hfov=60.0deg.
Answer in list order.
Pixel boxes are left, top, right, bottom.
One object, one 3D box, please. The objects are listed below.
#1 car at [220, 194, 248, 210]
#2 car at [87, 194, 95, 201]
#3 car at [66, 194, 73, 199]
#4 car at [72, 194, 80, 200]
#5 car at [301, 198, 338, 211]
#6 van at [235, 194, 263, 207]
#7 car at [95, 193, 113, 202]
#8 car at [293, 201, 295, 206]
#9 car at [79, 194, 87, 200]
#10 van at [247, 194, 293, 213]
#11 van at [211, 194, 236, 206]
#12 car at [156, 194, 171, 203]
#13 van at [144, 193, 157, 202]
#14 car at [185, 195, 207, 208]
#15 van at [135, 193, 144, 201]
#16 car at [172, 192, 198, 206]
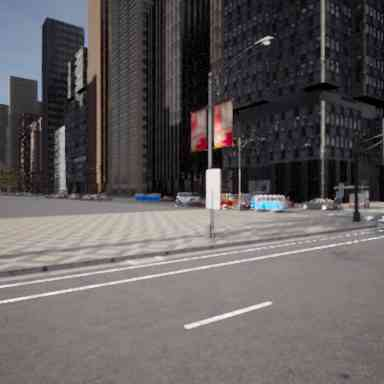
[{"bbox_3d":[4.669,1.187,38.831,2.192,1.841,5.009,0,0,-36],"label":"car"},{"bbox_3d":[-21.729,1.307,75.791,1.967,1.590,4.097,0,0,-36],"label":"car"},{"bbox_3d":[-31.529,1.394,89.511,1.752,1.417,4.829,0,0,-36],"label":"car"},{"bbox_3d":[-28.329,1.434,85.031,1.947,1.339,4.313,0,0,-36],"label":"car"},{"bbox_3d":[14.905,1.420,39.167,2.008,1.369,4.403,0,0,-36],"label":"car"},{"bbox_3d":[8.305,1.203,48.407,1.690,1.788,3.998,0,0,-36],"label":"van"},{"bbox_3d":[-18.430,1.417,71.171,2.008,1.369,4.403,0,0,-36],"label":"car"},{"bbox_3d":[11.605,1.447,43.787,1.802,1.307,4.206,0,0,-36],"label":"car"},{"bbox_3d":[-24.930,1.393,80.272,1.752,1.417,4.829,0,0,-36],"label":"car"},{"bbox_3d":[7.969,1.217,34.211,1.690,1.788,3.998,0,0,-36],"label":"van"},{"bbox_3d":[5.005,1.201,53.027,1.690,1.788,3.998,0,0,-36],"label":"van"},{"bbox_3d":[-4.894,1.441,66.887,1.802,1.307,4.206,0,0,-36],"label":"car"},{"bbox_3d":[-8.194,1.201,71.507,1.690,1.788,3.998,0,0,-36],"label":"van"},{"bbox_3d":[1.369,1.451,43.451,1.802,1.307,4.206,0,0,-36],"label":"car"},{"bbox_3d":[-11.494,1.201,76.128,1.690,1.788,3.998,0,0,-36],"label":"van"},{"bbox_3d":[-0.220,1.086,50.282,2.150,2.045,5.566,0,0,-35],"label":"car"}]
